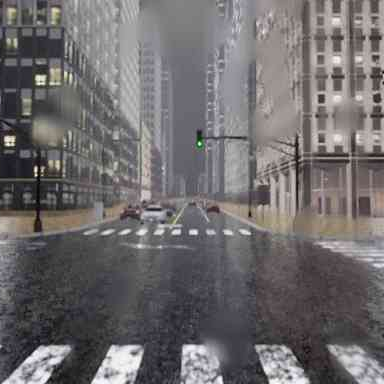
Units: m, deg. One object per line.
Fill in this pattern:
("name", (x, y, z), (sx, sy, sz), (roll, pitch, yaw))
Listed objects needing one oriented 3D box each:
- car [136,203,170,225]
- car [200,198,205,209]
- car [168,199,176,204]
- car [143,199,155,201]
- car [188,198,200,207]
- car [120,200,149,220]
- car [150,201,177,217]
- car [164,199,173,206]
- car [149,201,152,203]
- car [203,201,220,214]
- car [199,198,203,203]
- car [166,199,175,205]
("car", (-3.102, 1.869, 27.472), (1.812, 1.442, 4.674), (0, -1, 0))
("car", (2.707, 2.205, 54.535), (1.752, 1.417, 4.829), (1, -1, 0))
("car", (-5.673, 2.730, 93.321), (1.947, 1.339, 4.313), (1, -1, 0))
("car", (-5.669, 1.853, 43.151), (2.192, 1.841, 5.009), (1, -1, 0))
("car", (0.087, 2.403, 68.710), (2.033, 1.411, 5.357), (0, -1, 0))
("car", (-5.672, 1.839, 32.000), (1.967, 1.590, 4.097), (1, -1, 0))
("car", (-3.098, 2.010, 37.135), (2.033, 1.411, 5.357), (0, -1, 0))
("car", (-5.672, 2.569, 82.171), (1.887, 1.381, 4.507), (1, -1, 0))
("car", (-5.675, 2.051, 37.573), (1.802, 1.307, 4.206), (1, -1, 0))
("car", (2.705, 2.120, 43.209), (1.802, 1.307, 4.206), (1, -1, 0))
("car", (2.707, 2.313, 59.941), (1.947, 1.339, 4.313), (1, -1, 0))
("car", (-5.672, 2.645, 87.746), (2.008, 1.369, 4.403), (1, -1, 0))
